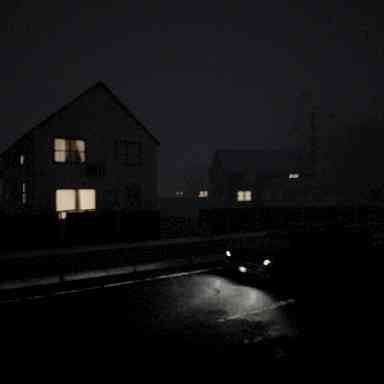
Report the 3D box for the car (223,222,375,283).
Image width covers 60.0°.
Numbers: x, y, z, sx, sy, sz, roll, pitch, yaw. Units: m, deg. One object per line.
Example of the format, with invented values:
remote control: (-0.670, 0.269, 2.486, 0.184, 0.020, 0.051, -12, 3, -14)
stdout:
car: (3.481, 1.645, 10.154, 5.357, 1.411, 2.033, 1, 0, -35)
